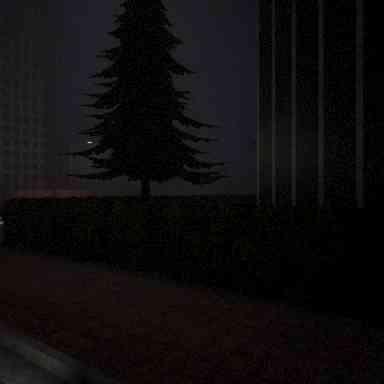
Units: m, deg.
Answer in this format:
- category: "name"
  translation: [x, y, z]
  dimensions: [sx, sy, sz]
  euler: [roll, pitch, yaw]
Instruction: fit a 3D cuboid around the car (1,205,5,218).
- category: "car"
  translation: [-13.066, 1.560, 28.373]
  dimensions: [1.837, 1.490, 4.892]
  euler: [0, 0, 36]
